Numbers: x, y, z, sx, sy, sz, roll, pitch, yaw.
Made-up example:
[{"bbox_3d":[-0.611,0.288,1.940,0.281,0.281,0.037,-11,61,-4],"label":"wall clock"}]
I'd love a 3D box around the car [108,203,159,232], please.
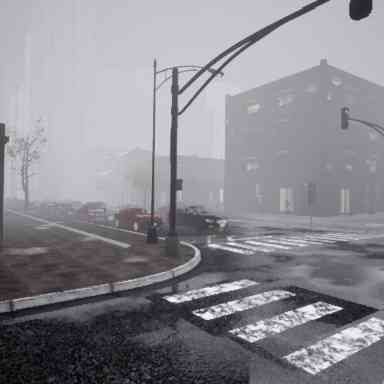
[{"bbox_3d":[-3.390,1.616,20.855,1.887,1.381,4.507,1,-1,-35],"label":"car"}]

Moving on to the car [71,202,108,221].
[{"bbox_3d":[-8.548,1.730,28.232,1.802,1.307,4.206,1,-1,-35],"label":"car"}]

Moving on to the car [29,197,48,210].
[{"bbox_3d":[-22.678,1.892,48.572,1.752,1.417,4.829,1,-1,-35],"label":"car"}]

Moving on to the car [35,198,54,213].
[{"bbox_3d":[-18.002,1.843,41.811,2.008,1.369,4.403,1,-1,-35],"label":"car"}]

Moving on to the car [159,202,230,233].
[{"bbox_3d":[0.283,1.591,20.357,2.128,1.511,4.902,1,-1,-35],"label":"car"}]

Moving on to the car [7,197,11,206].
[{"bbox_3d":[-35.230,2.132,66.635,1.947,1.339,4.313,1,-1,-35],"label":"car"}]

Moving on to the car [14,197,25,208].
[{"bbox_3d":[-29.072,2.013,57.812,1.887,1.381,4.507,1,-1,-35],"label":"car"}]

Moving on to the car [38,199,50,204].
[{"bbox_3d":[-37.967,2.404,85.177,1.752,1.417,4.829,1,-1,-35],"label":"car"}]

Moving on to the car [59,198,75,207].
[{"bbox_3d":[-25.191,2.115,66.899,1.967,1.590,4.097,1,-1,-35],"label":"car"}]

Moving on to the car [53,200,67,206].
[{"bbox_3d":[-28.360,2.307,71.432,1.802,1.307,4.206,1,-1,-35],"label":"car"}]

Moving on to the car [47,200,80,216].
[{"bbox_3d":[-13.704,1.792,35.610,1.947,1.339,4.313,1,-1,-35],"label":"car"}]

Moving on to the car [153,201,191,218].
[{"bbox_3d":[-2.096,1.762,34.083,1.967,1.590,4.097,1,-1,-35],"label":"car"}]

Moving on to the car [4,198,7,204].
[{"bbox_3d":[-38.399,1.931,71.173,2.192,1.841,5.009,1,-1,-35],"label":"car"}]

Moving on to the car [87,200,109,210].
[{"bbox_3d":[-14.780,2.039,52.124,1.752,1.417,4.829,1,-1,-35],"label":"car"}]

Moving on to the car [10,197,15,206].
[{"bbox_3d":[-32.060,2.081,62.100,1.947,1.339,4.313,1,-1,-35],"label":"car"}]
